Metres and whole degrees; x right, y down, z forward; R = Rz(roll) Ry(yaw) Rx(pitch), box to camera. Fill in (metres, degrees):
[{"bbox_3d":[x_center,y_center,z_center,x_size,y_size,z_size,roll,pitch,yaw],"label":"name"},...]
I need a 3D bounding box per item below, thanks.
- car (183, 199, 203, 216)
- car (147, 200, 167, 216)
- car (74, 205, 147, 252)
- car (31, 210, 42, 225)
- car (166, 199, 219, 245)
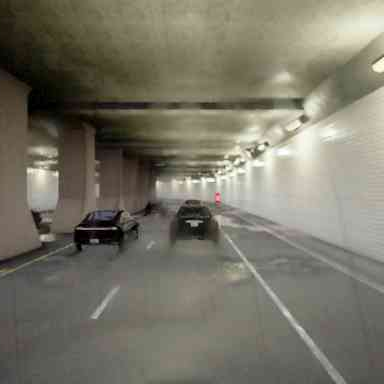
[{"bbox_3d":[0.099,1.483,33.747,1.882,1.535,5.008,0,0,0],"label":"car"},{"bbox_3d":[-3.401,1.497,32.110,2.128,1.511,4.902,0,0,0],"label":"car"},{"bbox_3d":[-3.401,1.494,14.023,2.128,1.511,4.902,0,0,0],"label":"car"},{"bbox_3d":[-10.602,1.551,19.167,2.033,1.411,5.357,0,0,0],"label":"car"},{"bbox_3d":[0.100,1.355,15.805,2.097,1.767,4.553,0,0,0],"label":"car"}]
